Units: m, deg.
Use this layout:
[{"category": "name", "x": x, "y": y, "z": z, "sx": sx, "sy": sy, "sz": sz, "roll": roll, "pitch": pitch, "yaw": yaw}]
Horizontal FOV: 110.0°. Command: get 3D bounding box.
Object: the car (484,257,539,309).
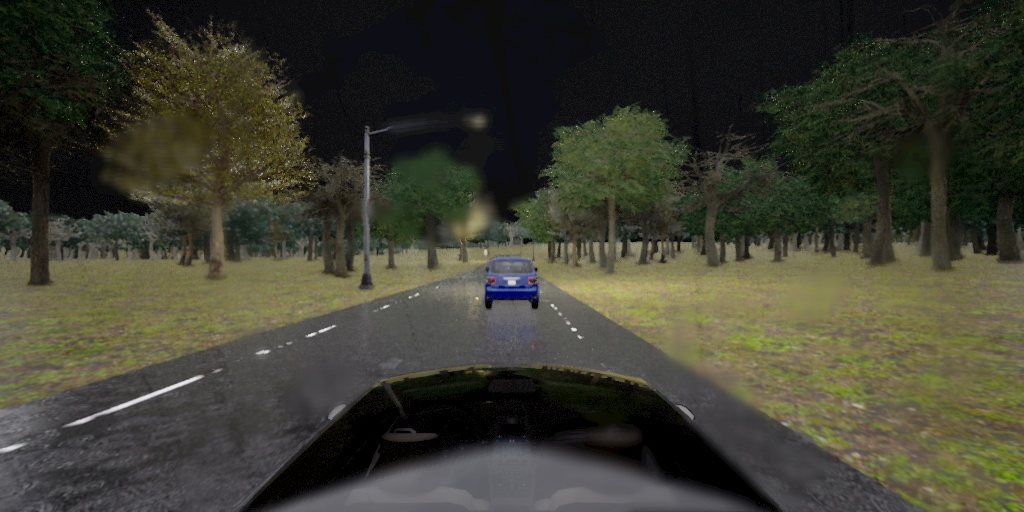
[{"category": "car", "x": -0.005, "y": 1.087, "z": 15.872, "sx": 2.150, "sy": 2.045, "sz": 5.566, "roll": 0, "pitch": 0, "yaw": 0}]
